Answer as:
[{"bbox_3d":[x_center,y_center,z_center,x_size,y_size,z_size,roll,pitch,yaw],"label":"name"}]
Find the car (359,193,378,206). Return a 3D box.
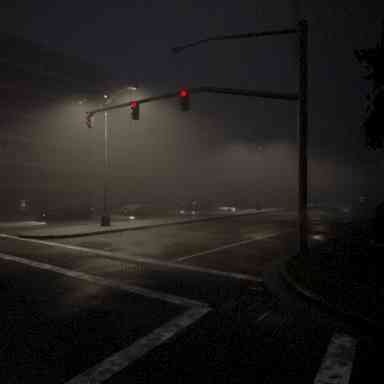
[{"bbox_3d":[28.728,1.221,54.042,2.150,2.045,5.566,0,0,36],"label":"car"}]

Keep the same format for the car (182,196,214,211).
[{"bbox_3d":[0.772,1.352,41.376,2.097,1.767,4.553,0,0,36],"label":"car"}]

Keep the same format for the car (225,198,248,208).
[{"bbox_3d":[6.611,1.564,49.404,1.994,1.385,4.181,0,0,36],"label":"car"}]

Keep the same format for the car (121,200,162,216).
[{"bbox_3d":[-4.960,1.524,33.480,1.812,1.442,4.674,0,0,36],"label":"car"}]

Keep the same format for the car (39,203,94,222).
[{"bbox_3d":[-9.952,1.564,26.600,1.994,1.385,4.181,0,0,36],"label":"car"}]
